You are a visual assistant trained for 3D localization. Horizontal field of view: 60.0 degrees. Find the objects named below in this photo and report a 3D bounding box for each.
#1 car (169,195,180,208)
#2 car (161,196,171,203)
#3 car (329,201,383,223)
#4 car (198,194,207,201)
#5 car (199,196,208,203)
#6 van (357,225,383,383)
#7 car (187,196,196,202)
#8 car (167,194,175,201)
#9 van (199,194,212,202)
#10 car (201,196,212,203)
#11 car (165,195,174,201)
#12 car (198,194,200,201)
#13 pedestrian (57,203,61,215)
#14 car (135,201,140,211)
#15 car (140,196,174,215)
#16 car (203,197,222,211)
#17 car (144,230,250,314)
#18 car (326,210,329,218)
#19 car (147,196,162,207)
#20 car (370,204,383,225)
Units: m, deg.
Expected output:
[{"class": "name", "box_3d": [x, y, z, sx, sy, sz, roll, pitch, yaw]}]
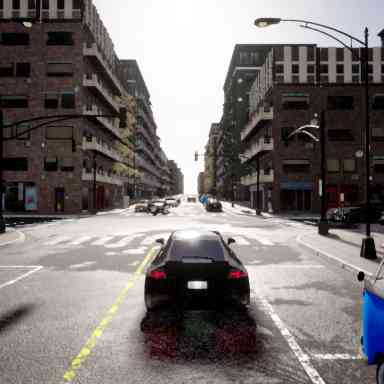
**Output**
[{"class": "car", "box_3d": [-3.151, 1.543, 49.693, 1.812, 1.442, 4.674, 0, 0, 0]}, {"class": "car", "box_3d": [-5.771, 1.574, 73.907, 1.887, 1.381, 4.507, 1, 0, 0]}, {"class": "car", "box_3d": [13.501, 1.473, 25.672, 4.553, 1.767, 2.097, 0, -1, 1]}, {"class": "car", "box_3d": [2.598, 1.351, 85.203, 2.192, 1.841, 5.009, 1, 0, 0]}, {"class": "car", "box_3d": [2.608, 1.612, 73.918, 1.802, 1.307, 4.206, 1, 0, 0]}, {"class": "van", "box_3d": [2.671, 1.342, 2.116, 1.690, 1.788, 3.998, 1, 0, 0]}, {"class": "car", "box_3d": [-0.096, 1.556, 76.014, 2.128, 1.511, 4.902, 0, 0, 0]}, {"class": "car", "box_3d": [-5.791, 1.480, 90.836, 1.967, 1.590, 4.097, 1, 0, 0]}, {"class": "van", "box_3d": [2.634, 1.362, 56.990, 1.690, 1.788, 3.998, 1, 0, 0]}, {"class": "car", "box_3d": [2.645, 1.567, 45.705, 2.008, 1.369, 4.403, 1, 0, 0]}, {"class": "car", "box_3d": [-5.786, 1.587, 85.192, 2.008, 1.369, 4.403, 1, 0, 0]}, {"class": "car", "box_3d": [2.616, 1.552, 68.445, 1.752, 1.417, 4.829, 1, 0, 0]}, {"class": "pedestrian", "box_3d": [-12.579, 1.597, 31.478, 0.500, 1.100, 0.500, 0, -1, 1]}, {"class": "car", "box_3d": [-5.727, 1.539, 39.881, 1.752, 1.417, 4.829, 1, 0, 0]}, {"class": "car", "box_3d": [-3.516, 1.503, 34.611, 2.128, 1.511, 4.902, 0, 0, 5]}, {"class": "car", "box_3d": [2.652, 1.580, 40.062, 1.947, 1.339, 4.313, 1, 0, 0]}, {"class": "car", "box_3d": [0.091, 1.566, 7.719, 1.994, 1.385, 4.181, 0, 0, 0]}, {"class": "car", "box_3d": [13.606, 1.608, 28.261, 4.097, 1.590, 1.967, 0, -1, 1]}, {"class": "car", "box_3d": [-5.741, 1.459, 51.337, 1.967, 1.590, 4.097, 1, 0, 0]}, {"class": "car", "box_3d": [13.513, 1.583, 19.880, 4.313, 1.339, 1.947, 0, -1, 1]}]
